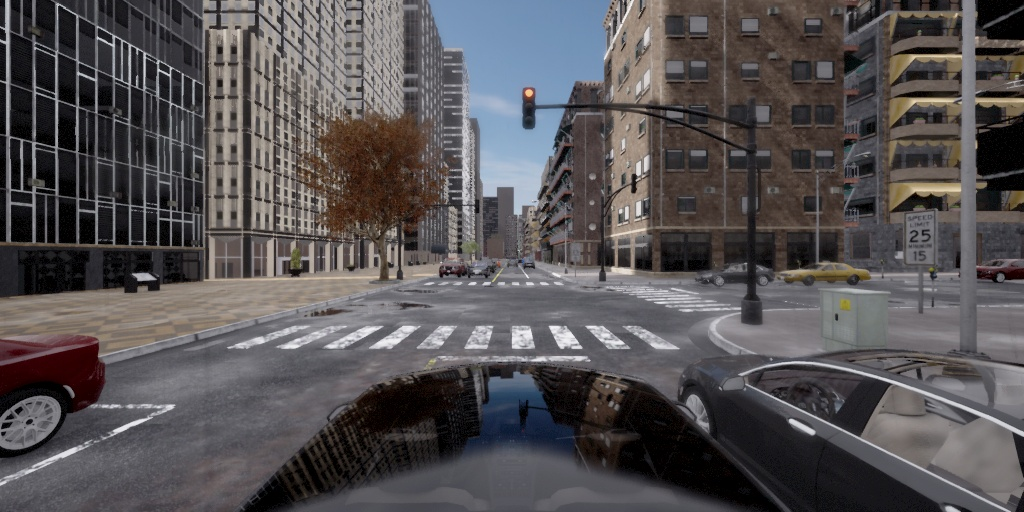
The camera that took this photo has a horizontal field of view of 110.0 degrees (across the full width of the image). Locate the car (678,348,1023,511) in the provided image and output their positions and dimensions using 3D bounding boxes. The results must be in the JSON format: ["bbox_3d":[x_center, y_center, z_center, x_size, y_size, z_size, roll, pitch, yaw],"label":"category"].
[{"bbox_3d":[2.689,1.300,2.319,2.007,1.370,4.403,0,0,0],"label":"car"}]

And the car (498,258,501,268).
[{"bbox_3d":[-3.086,1.380,53.088,1.895,1.301,4.718,0,0,0],"label":"car"}]

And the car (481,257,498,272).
[{"bbox_3d":[-3.092,1.123,43.370,2.097,1.767,4.553,0,0,0],"label":"car"}]

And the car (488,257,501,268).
[{"bbox_3d":[-3.039,1.143,63.105,2.097,1.767,4.553,0,0,1],"label":"car"}]

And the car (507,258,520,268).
[{"bbox_3d":[0.111,1.284,64.089,2.128,1.511,4.902,0,0,0],"label":"car"}]

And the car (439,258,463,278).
[{"bbox_3d":[-5.687,1.079,34.708,2.192,1.841,5.009,0,0,0],"label":"car"}]

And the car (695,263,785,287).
[{"bbox_3d":[13.437,1.095,21.734,4.403,1.370,2.007,0,0,-1],"label":"car"}]

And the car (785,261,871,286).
[{"bbox_3d":[18.834,0.993,21.788,4.829,1.417,1.751,0,0,-1],"label":"car"}]

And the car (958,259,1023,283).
[{"bbox_3d":[30.139,0.859,21.901,4.507,1.381,1.888,0,0,-1],"label":"car"}]

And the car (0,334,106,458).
[{"bbox_3d":[-5.692,1.295,2.321,1.888,1.381,4.507,0,0,0],"label":"car"}]

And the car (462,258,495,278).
[{"bbox_3d":[-3.096,1.255,34.198,2.128,1.511,4.902,0,0,0],"label":"car"}]

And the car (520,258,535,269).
[{"bbox_3d":[2.698,1.349,56.798,1.948,1.339,4.313,0,0,0],"label":"car"}]
